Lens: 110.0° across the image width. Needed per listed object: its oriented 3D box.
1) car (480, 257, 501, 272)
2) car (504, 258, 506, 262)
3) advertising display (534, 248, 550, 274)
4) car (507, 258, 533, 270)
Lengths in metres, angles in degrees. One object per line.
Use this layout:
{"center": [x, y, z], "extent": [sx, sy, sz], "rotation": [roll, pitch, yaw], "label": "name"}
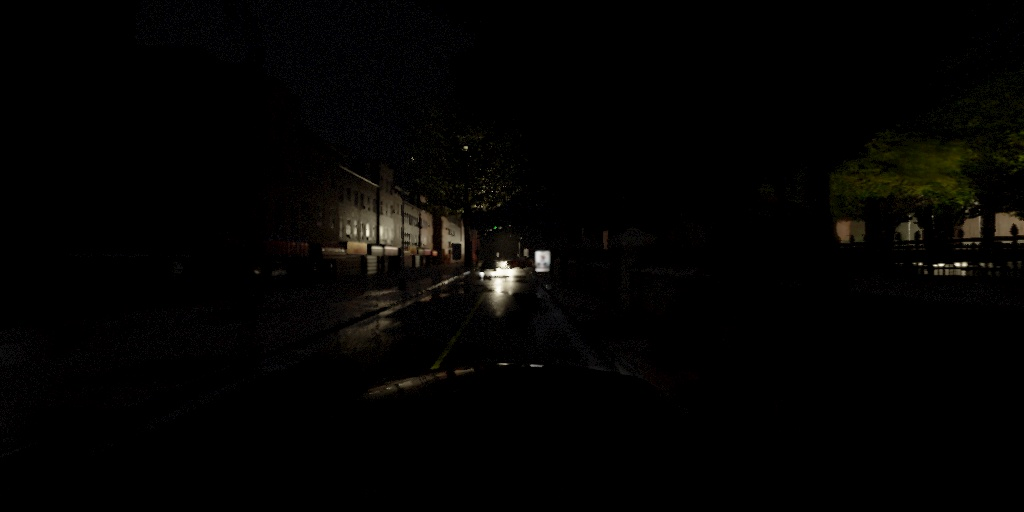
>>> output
{"center": [-2.755, 1.152, 43.538], "extent": [2.033, 1.411, 5.357], "rotation": [0, 0, 0], "label": "car"}
{"center": [-0.006, 1.136, 63.513], "extent": [1.895, 1.301, 4.718], "rotation": [0, 0, 0], "label": "car"}
{"center": [3.006, 0.660, 35.273], "extent": [1.540, 2.440, 0.280], "rotation": [0, 0, 0], "label": "advertising display"}
{"center": [1.366, 1.018, 49.587], "extent": [1.882, 1.535, 5.008], "rotation": [-1, 1, 23], "label": "car"}
